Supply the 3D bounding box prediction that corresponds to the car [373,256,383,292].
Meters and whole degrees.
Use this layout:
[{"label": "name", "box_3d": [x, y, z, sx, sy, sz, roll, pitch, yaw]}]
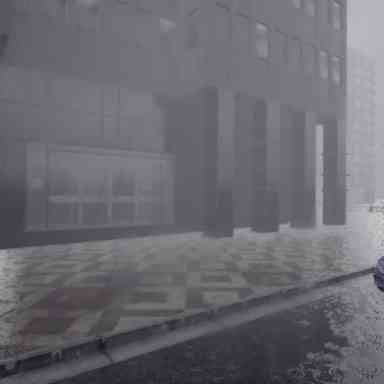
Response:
[{"label": "car", "box_3d": [6.110, 1.535, 7.732, 4.674, 1.442, 1.812, 0, 0, -35]}]
